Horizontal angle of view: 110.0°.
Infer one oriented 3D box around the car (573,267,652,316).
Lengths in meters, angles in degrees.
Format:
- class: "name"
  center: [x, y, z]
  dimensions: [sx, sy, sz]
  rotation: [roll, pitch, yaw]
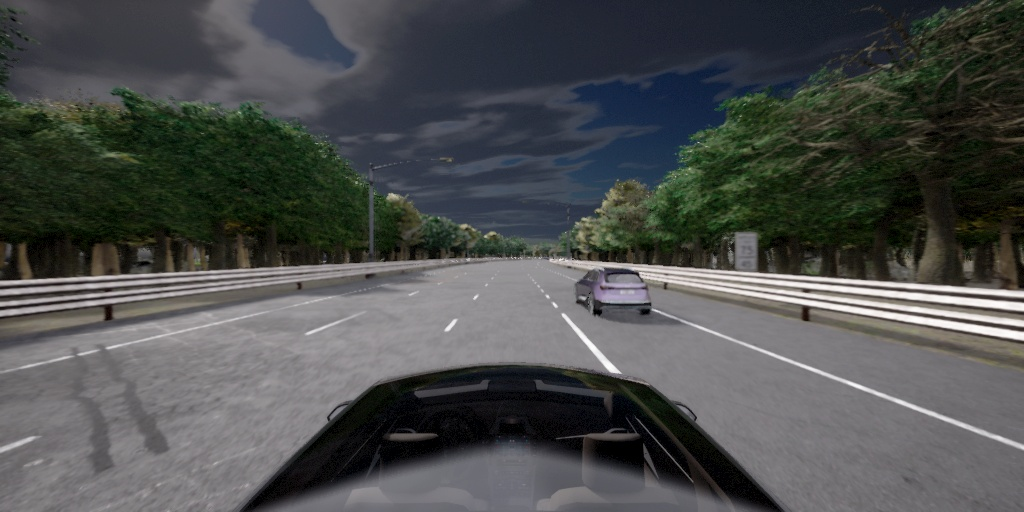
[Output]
- class: "car"
  center: [3.577, 1.205, 13.437]
  dimensions: [2.033, 1.649, 4.856]
  rotation: [0, 0, 0]
